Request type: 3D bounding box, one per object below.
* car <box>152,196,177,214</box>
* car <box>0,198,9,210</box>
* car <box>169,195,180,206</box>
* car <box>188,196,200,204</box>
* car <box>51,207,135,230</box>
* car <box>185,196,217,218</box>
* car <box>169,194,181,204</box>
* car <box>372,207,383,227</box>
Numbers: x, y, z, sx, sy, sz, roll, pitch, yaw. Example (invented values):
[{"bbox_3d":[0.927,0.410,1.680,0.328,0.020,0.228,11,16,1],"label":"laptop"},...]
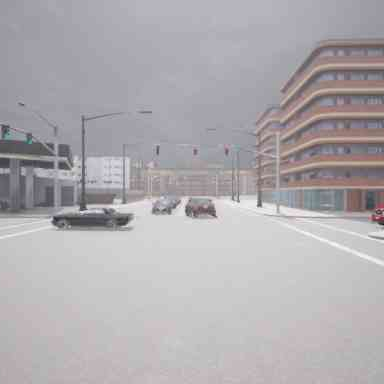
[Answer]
[{"bbox_3d":[-3.076,1.491,35.209,2.128,1.511,4.902,0,0,0],"label":"car"},{"bbox_3d":[-23.943,1.455,39.401,3.806,1.475,1.970,0,0,1],"label":"car"},{"bbox_3d":[-3.133,1.351,44.927,2.097,1.767,4.553,0,0,0],"label":"car"},{"bbox_3d":[0.345,1.490,63.710,2.128,1.511,4.902,0,0,0],"label":"car"},{"bbox_3d":[-6.018,1.600,20.366,4.718,1.301,1.895,0,0,1],"label":"car"},{"bbox_3d":[0.755,1.351,30.859,2.097,1.767,4.553,0,0,-12],"label":"car"},{"bbox_3d":[-3.208,1.350,65.098,2.097,1.767,4.553,0,0,0],"label":"car"},{"bbox_3d":[14.035,1.221,20.162,5.566,2.045,2.150,0,0,1],"label":"car"}]
